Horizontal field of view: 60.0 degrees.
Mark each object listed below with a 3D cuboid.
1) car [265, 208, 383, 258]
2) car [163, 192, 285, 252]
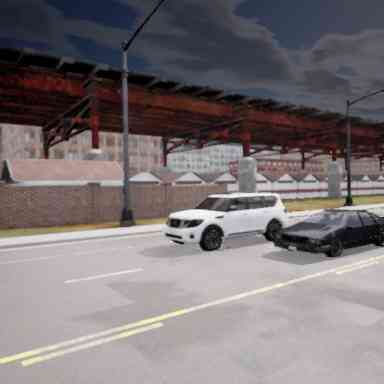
[{"bbox_3d":[5.368,1.337,12.083,5.357,1.411,2.033,-2,1,-35],"label":"car"},{"bbox_3d":[1.550,1.061,13.673,5.566,2.045,2.150,-1,1,-35],"label":"car"}]
